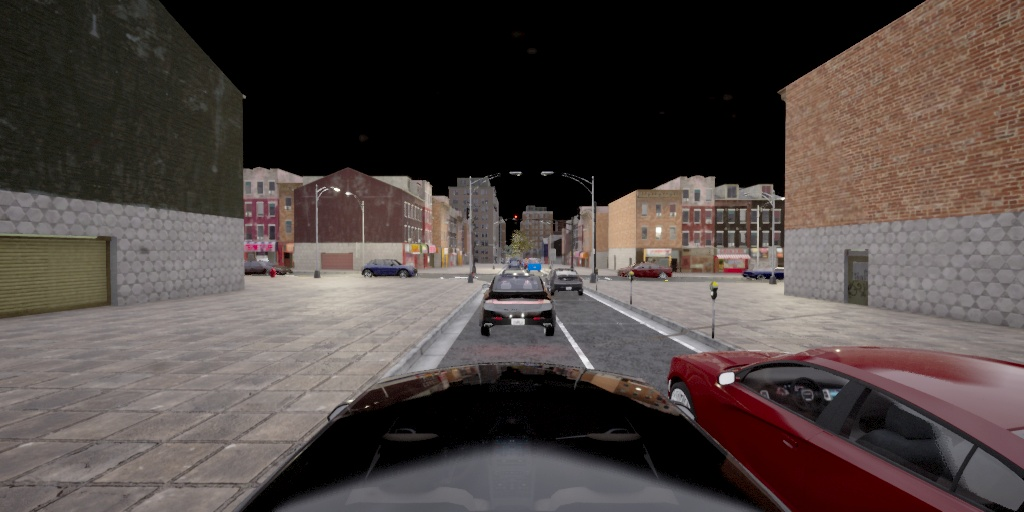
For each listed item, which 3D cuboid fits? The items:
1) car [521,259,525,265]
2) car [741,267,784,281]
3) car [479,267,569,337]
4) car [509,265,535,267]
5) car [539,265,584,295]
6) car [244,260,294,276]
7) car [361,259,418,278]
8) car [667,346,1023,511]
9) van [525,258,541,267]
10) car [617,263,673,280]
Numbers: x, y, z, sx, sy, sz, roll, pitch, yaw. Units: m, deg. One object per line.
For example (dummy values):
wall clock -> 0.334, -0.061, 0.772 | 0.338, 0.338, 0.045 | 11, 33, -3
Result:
car -> 2.914, 1.249, 56.798 | 2.192, 1.841, 5.009 | 0, 0, 0
car -> 24.628, 1.714, 34.088 | 4.718, 1.301, 1.895 | 1, 1, 0
car -> 0.142, 1.243, 10.353 | 2.128, 1.511, 4.902 | 0, 0, 0
car -> 0.219, 1.369, 20.396 | 1.895, 1.301, 4.718 | 0, 0, 1
car -> 2.723, 1.316, 19.263 | 2.007, 1.370, 4.403 | 0, 0, 0
car -> -22.286, 1.076, 31.455 | 5.357, 1.411, 2.033 | 1, 1, 0
car -> -10.611, 1.039, 31.381 | 4.553, 1.767, 2.097 | 1, 1, 0
car -> 2.637, 1.294, 2.387 | 1.888, 1.381, 4.507 | 0, 0, 0
van -> 2.861, 1.210, 46.217 | 1.690, 1.789, 3.998 | 0, 0, 0
car -> 12.634, 1.432, 34.235 | 5.008, 1.535, 1.882 | 1, 1, 2
